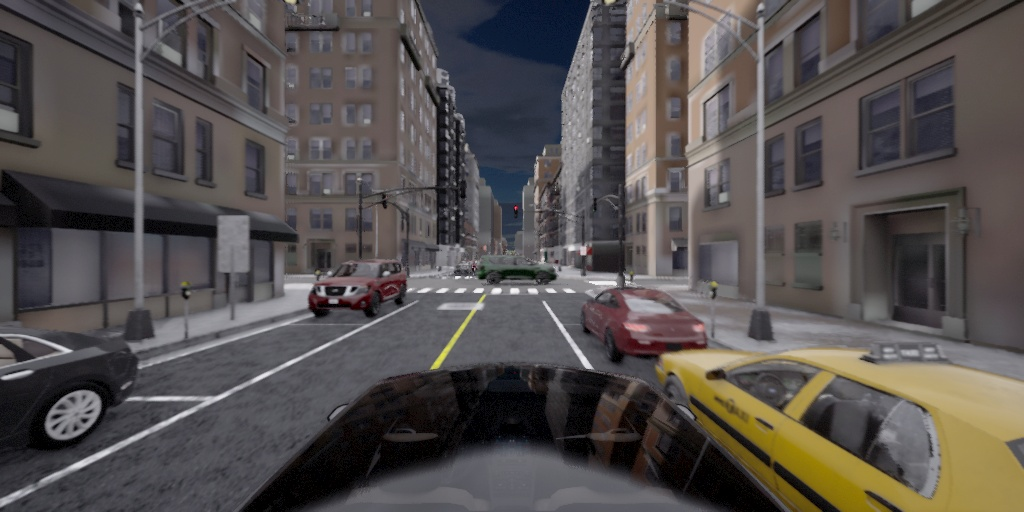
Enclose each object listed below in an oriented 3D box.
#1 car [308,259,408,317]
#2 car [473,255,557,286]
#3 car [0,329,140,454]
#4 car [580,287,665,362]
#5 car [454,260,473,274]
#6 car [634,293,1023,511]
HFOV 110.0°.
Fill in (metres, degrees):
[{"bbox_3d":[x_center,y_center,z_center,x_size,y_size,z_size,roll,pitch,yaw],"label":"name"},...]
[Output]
[{"bbox_3d":[-5.391,1.052,13.338,2.192,1.841,5.009,0,0,0],"label":"car"},{"bbox_3d":[0.321,0.988,25.060,5.566,2.045,2.150,0,0,0],"label":"car"},{"bbox_3d":[-5.388,1.299,2.513,2.007,1.370,4.403,0,0,0],"label":"car"},{"bbox_3d":[2.636,1.325,7.919,1.802,1.307,4.207,0,0,0],"label":"car"},{"bbox_3d":[-5.397,1.258,39.802,2.007,1.370,4.403,0,0,0],"label":"car"},{"bbox_3d":[2.637,1.275,2.676,1.751,1.417,4.829,0,0,0],"label":"car"}]
